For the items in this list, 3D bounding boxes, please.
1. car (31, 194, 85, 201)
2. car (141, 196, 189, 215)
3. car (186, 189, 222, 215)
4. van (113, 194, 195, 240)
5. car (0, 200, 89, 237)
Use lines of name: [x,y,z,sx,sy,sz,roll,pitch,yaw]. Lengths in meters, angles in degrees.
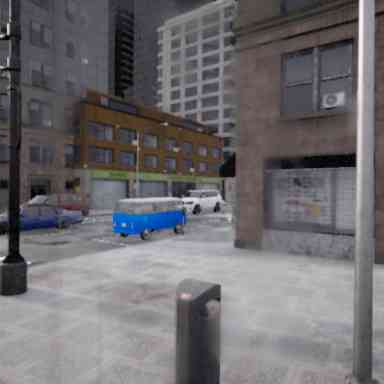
car: [-8.813,1.053,20.668,2.192,1.841,5.009,2,2,35]
car: [-2.338,1.145,29.831,1.887,1.381,4.507,2,2,35]
car: [0.585,0.828,29.363,2.150,2.045,5.566,1,2,35]
van: [-1.853,1.170,15.747,1.690,1.788,3.998,2,2,35]
car: [-8.285,1.344,17.074,2.033,1.411,5.357,1,1,40]
